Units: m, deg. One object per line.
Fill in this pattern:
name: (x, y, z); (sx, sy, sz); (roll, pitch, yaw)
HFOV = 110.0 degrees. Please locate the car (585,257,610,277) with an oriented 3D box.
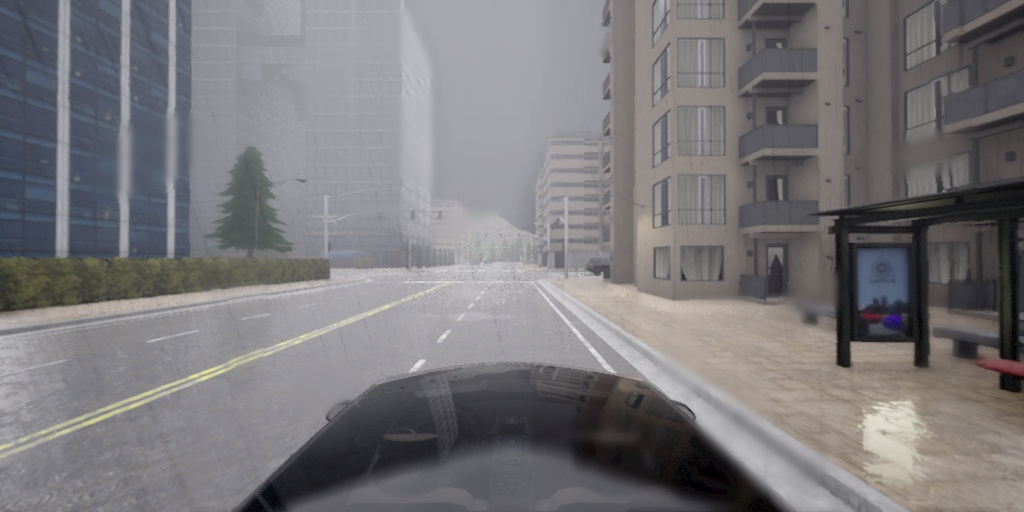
car: (11.374, 1.192, 41.946); (5.566, 2.045, 2.150); (0, -1, -1)
